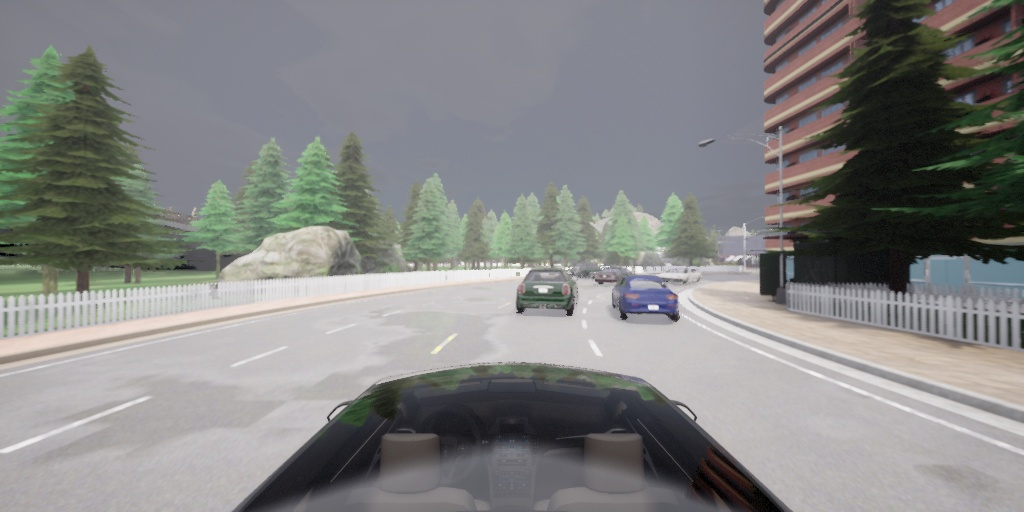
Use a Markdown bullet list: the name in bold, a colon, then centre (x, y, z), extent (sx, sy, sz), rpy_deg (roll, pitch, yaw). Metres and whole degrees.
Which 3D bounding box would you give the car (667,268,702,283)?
- **car**: centre (14.392, 1.696, 30.340), extent (4.718, 1.301, 1.895), rpy_deg (1, -1, -45)

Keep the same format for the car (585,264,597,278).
- **car**: centre (9.765, 1.762, 35.762), extent (4.718, 1.301, 1.895), rpy_deg (1, -1, -43)

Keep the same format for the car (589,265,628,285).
- **car**: centre (8.545, 1.627, 29.083), extent (2.033, 1.411, 5.357), rpy_deg (-1, -1, 38)

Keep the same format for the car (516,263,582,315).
- **car**: centre (1.584, 1.259, 14.682), extent (2.097, 1.767, 4.553), rpy_deg (0, -1, 13)

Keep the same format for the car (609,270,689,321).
- **car**: centre (4.737, 1.413, 13.097), extent (1.812, 1.442, 4.674), rpy_deg (0, -1, 11)

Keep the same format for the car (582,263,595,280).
- **car**: centre (7.596, 1.544, 38.310), extent (4.553, 1.767, 2.097), rpy_deg (1, -1, -42)
